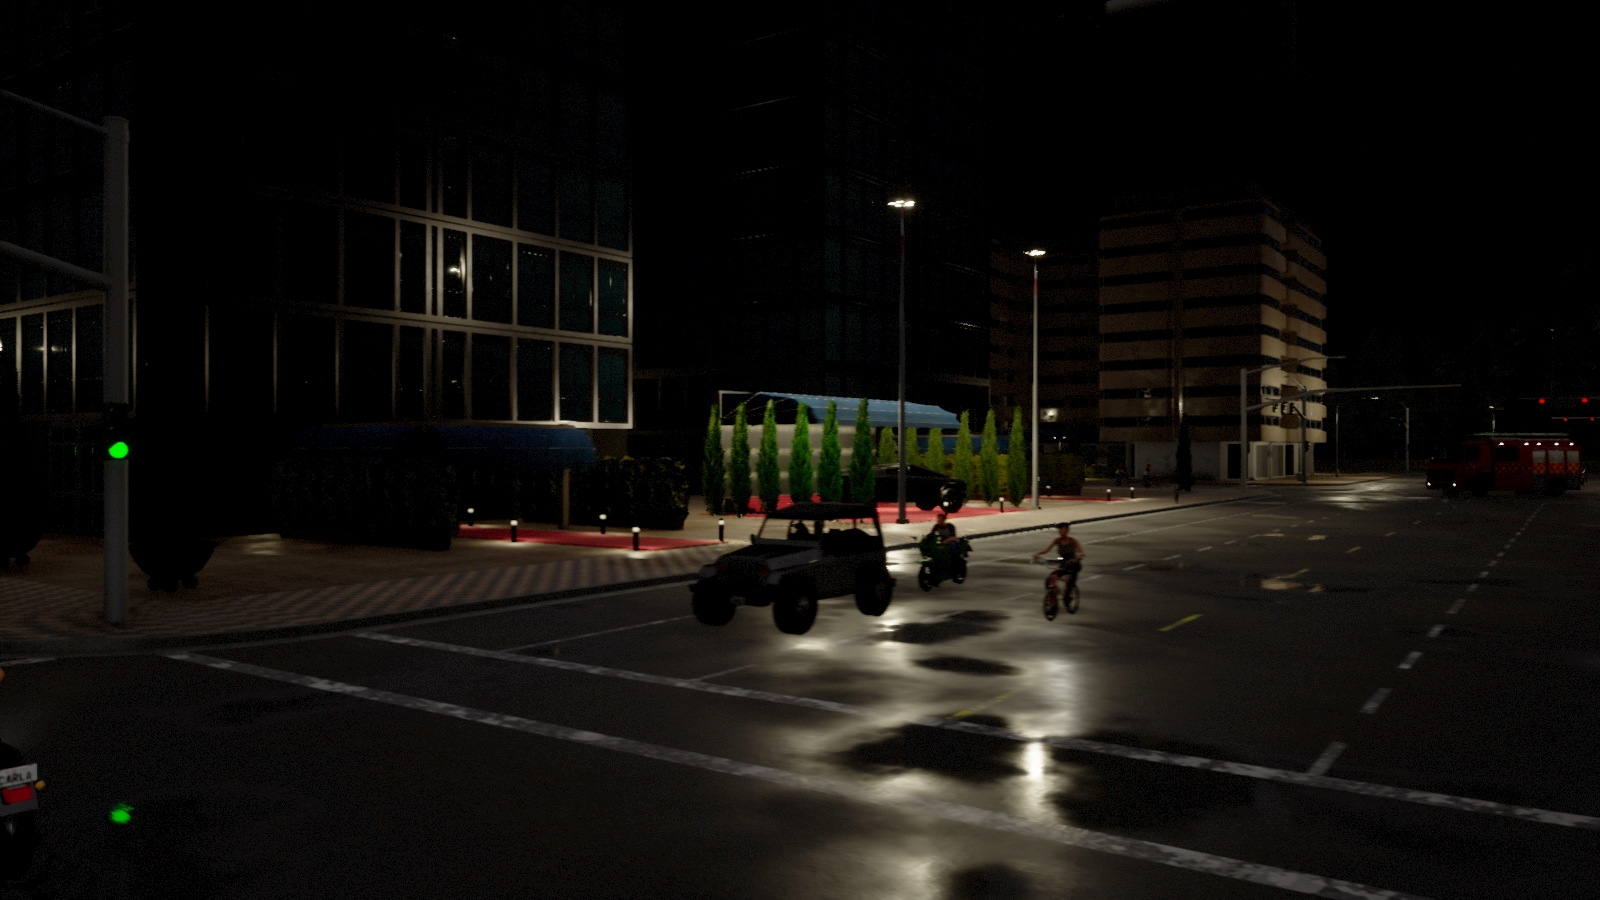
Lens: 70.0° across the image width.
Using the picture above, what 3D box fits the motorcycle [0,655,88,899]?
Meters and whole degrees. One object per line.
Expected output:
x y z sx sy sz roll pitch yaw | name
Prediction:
-5.890 2.153 7.912 2.356 1.307 0.764 0 0 35 | motorcycle

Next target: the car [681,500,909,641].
0.022 1.855 18.880 1.905 1.878 3.866 0 0 35 | car

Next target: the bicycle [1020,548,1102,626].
4.364 2.255 19.042 0.859 1.080 1.487 0 0 34 | bicycle
